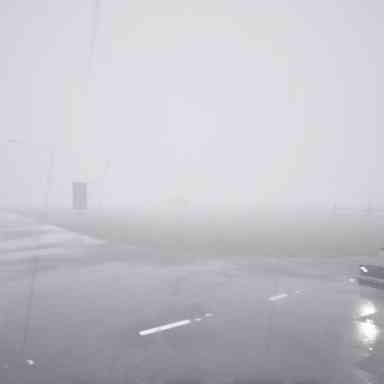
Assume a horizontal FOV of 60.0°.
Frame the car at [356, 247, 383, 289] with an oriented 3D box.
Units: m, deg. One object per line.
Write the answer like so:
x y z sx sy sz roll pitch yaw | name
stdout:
6.449 1.709 8.600 5.357 1.411 2.033 1 -2 -35 | car
